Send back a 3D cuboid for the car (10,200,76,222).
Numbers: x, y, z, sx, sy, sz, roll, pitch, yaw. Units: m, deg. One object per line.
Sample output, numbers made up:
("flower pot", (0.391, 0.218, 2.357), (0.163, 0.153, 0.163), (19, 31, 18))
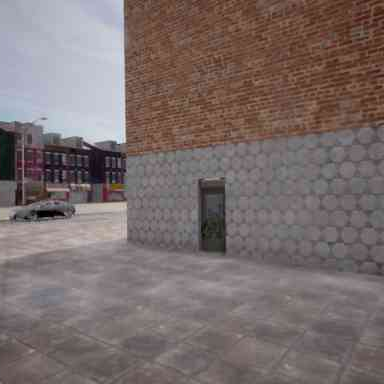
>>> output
("car", (-11.325, 1.409, 25.570), (2.128, 1.511, 4.902), (-2, 0, 36))
